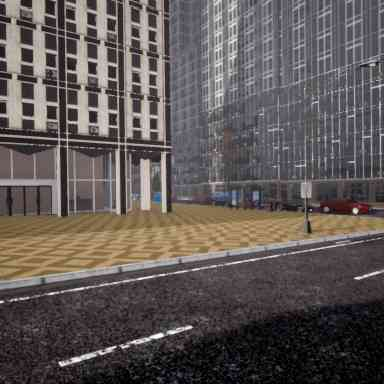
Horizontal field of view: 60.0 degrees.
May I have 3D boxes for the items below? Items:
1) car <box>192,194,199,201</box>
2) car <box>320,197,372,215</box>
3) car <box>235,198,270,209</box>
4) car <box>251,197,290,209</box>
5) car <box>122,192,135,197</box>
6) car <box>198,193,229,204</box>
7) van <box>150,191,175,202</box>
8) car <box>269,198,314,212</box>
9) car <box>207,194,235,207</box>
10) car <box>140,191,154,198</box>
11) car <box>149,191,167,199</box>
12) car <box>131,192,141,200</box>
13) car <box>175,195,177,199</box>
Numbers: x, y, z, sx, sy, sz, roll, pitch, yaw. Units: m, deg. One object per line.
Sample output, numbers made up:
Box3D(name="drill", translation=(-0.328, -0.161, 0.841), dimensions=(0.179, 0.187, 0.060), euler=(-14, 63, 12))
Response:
Box3D(name="car", translation=(1.698, 1.043, 63.414), dimensions=(1.802, 1.307, 4.206), euler=(0, 1, -34))
Box3D(name="car", translation=(15.299, 1.330, 33.255), dimensions=(1.882, 1.535, 5.008), euler=(-1, 1, -34))
Box3D(name="car", translation=(7.526, 1.388, 39.860), dimensions=(1.802, 1.307, 4.206), euler=(0, 1, -34))
Box3D(name="car", translation=(9.695, 1.363, 41.463), dimensions=(1.895, 1.301, 4.718), euler=(-1, 1, -35))
Box3D(name="car", translation=(-17.558, 0.688, 91.558), dimensions=(2.008, 1.369, 4.403), euler=(0, 1, -34))
Box3D(name="car", translation=(3.366, 1.224, 50.733), dimensions=(1.994, 1.385, 4.181), euler=(-1, 1, -34))
Box3D(name="van", translation=(-5.218, 0.937, 58.681), dimensions=(1.690, 1.788, 3.998), euler=(0, 1, -34))
Box3D(name="car", translation=(10.721, 1.424, 35.157), dimensions=(1.947, 1.339, 4.313), euler=(0, 1, -34))
Box3D(name="car", translation=(4.365, 1.319, 44.583), dimensions=(1.947, 1.339, 4.313), euler=(0, 1, -34))
Box3D(name="car", translation=(-11.140, 0.686, 82.175), dimensions=(1.967, 1.590, 4.097), euler=(0, 1, -34))
Box3D(name="car", translation=(-7.930, 0.615, 77.483), dimensions=(2.192, 1.841, 5.009), euler=(0, 1, -34))
Box3D(name="car", translation=(-11.637, 1.039, 68.065), dimensions=(2.008, 1.369, 4.403), euler=(0, 1, -34))
Box3D(name="car", translation=(-4.721, 0.936, 72.796), dimensions=(1.802, 1.307, 4.206), euler=(0, 1, -34))
